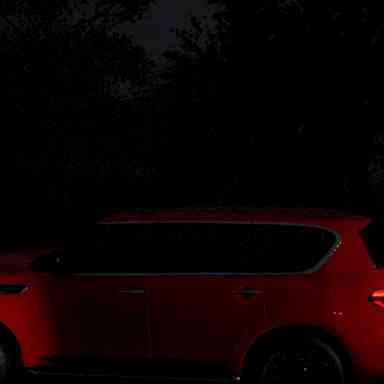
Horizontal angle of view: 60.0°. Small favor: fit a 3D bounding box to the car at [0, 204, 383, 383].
[{"bbox_3d":[-0.432,1.197,4.350,5.566,2.045,2.150,1,0,5],"label":"car"}]
